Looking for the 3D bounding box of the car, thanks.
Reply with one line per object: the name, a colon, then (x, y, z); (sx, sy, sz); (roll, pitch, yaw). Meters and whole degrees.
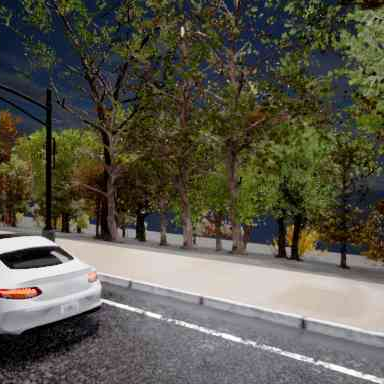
car: (-3.624, 1.524, 6.273); (4.674, 1.442, 1.812); (0, 0, 37)
